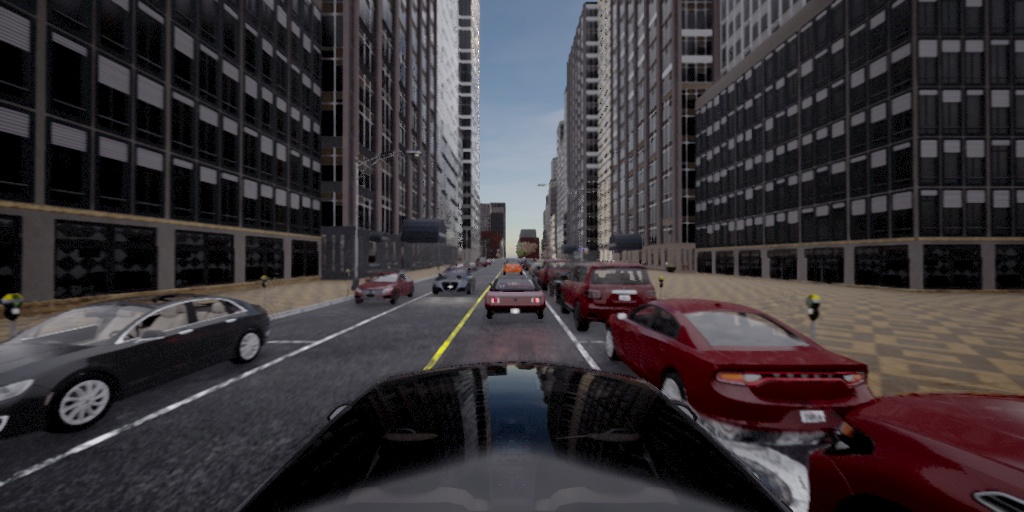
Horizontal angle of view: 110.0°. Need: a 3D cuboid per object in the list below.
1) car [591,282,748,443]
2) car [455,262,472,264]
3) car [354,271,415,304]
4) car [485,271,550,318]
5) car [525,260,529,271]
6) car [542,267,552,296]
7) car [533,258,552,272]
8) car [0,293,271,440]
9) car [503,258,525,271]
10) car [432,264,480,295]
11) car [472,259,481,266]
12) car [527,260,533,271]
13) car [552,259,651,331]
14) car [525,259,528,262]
[{"bbox_3d":[2.690,1.304,5.436,1.888,1.381,4.507,0,0,0],"label":"car"},{"bbox_3d":[-5.691,1.415,38.672,1.802,1.307,4.207,0,0,0],"label":"car"},{"bbox_3d":[-5.690,1.365,16.514,1.802,1.307,4.207,0,0,0],"label":"car"},{"bbox_3d":[0.100,1.377,13.023,1.895,1.301,4.718,0,0,0],"label":"car"},{"bbox_3d":[2.689,1.359,38.843,1.751,1.417,4.829,0,0,0],"label":"car"},{"bbox_3d":[2.690,1.350,16.516,1.948,1.339,4.313,0,0,0],"label":"car"},{"bbox_3d":[2.690,1.111,22.055,2.192,1.841,5.009,0,0,0],"label":"car"},{"bbox_3d":[-5.690,1.309,5.435,2.007,1.370,4.403,0,0,0],"label":"car"},{"bbox_3d":[0.096,1.190,40.995,2.097,1.767,4.553,0,0,0],"label":"car"},{"bbox_3d":[-3.097,1.355,19.916,1.994,1.385,4.181,0,0,0],"label":"car"},{"bbox_3d":[-5.692,1.439,49.750,1.802,1.307,4.207,0,0,0],"label":"car"},{"bbox_3d":[2.689,1.371,33.133,2.007,1.370,4.403,0,0,0],"label":"car"},{"bbox_3d":[2.690,1.086,10.977,2.192,1.841,5.009,0,0,0],"label":"car"},{"bbox_3d":[2.688,1.423,49.751,1.948,1.339,4.313,0,0,0],"label":"car"}]
